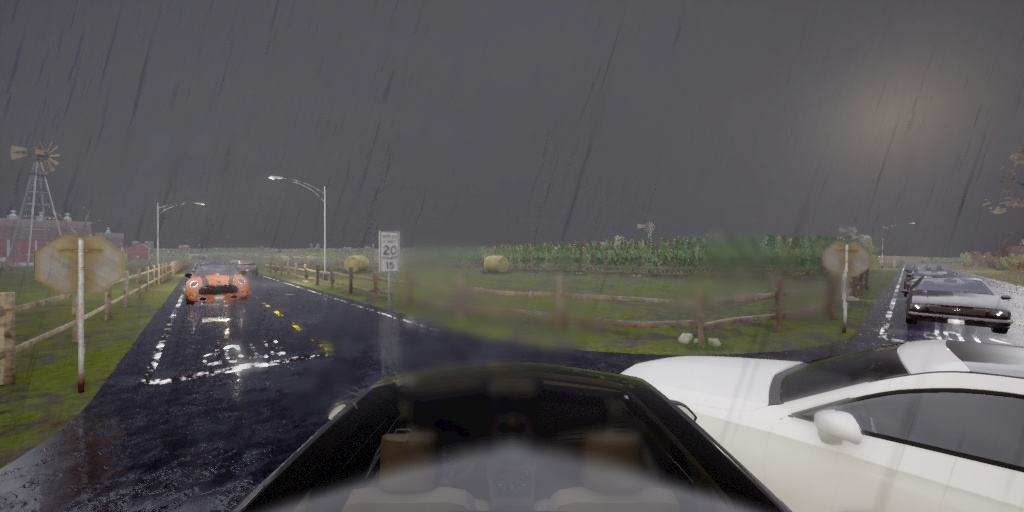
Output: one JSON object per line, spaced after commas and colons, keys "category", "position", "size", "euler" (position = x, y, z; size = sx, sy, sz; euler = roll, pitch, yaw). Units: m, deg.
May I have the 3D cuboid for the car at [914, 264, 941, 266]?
{"category": "car", "position": [28.675, 1.307, 24.803], "size": [4.902, 1.511, 2.128], "euler": [0, 1, -42]}

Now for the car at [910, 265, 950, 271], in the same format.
{"category": "car", "position": [21.039, 1.363, 17.892], "size": [4.181, 1.385, 1.994], "euler": [0, 1, -43]}

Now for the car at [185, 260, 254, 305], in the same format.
{"category": "car", "position": [-13.490, 1.129, 16.417], "size": [2.097, 1.767, 4.553], "euler": [0, 0, -41]}

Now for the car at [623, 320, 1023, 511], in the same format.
{"category": "car", "position": [2.859, 1.293, 2.226], "size": [1.812, 1.442, 4.674], "euler": [0, 1, -43]}

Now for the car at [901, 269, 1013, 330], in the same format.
{"category": "car", "position": [13.635, 1.334, 11.180], "size": [5.357, 1.411, 2.033], "euler": [0, 1, -42]}

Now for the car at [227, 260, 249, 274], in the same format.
{"category": "car", "position": [-33.237, 1.273, 43.379], "size": [1.837, 1.490, 4.892], "euler": [0, 0, -41]}

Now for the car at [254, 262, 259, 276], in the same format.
{"category": "car", "position": [-26.597, 1.257, 35.848], "size": [2.128, 1.511, 4.902], "euler": [0, 0, -41]}
